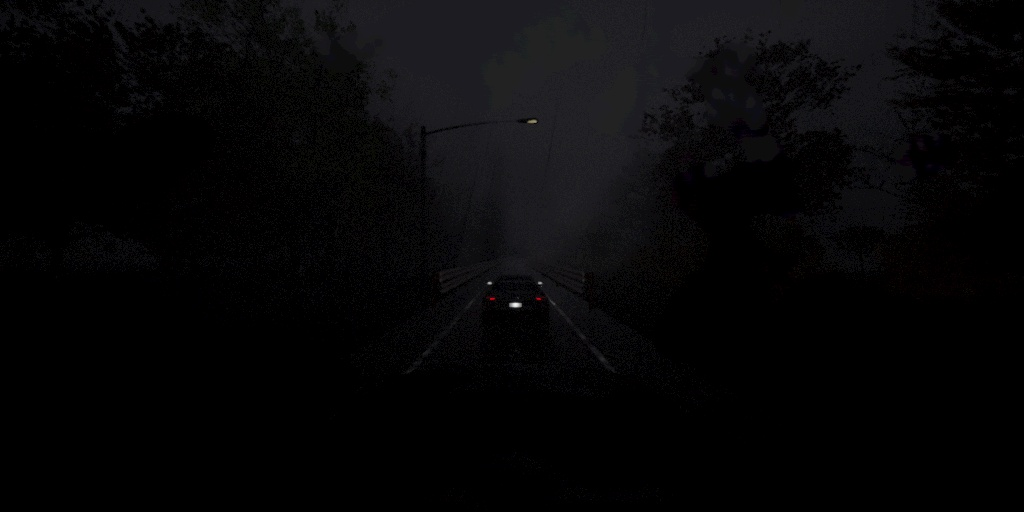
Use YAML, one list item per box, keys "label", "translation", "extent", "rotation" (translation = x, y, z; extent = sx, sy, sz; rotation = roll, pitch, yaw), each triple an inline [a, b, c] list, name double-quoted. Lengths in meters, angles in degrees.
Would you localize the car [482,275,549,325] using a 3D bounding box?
- label: "car"
  translation: [0.099, 1.316, 11.855]
  extent: [1.994, 1.385, 4.181]
  rotation: [0, 0, 0]
